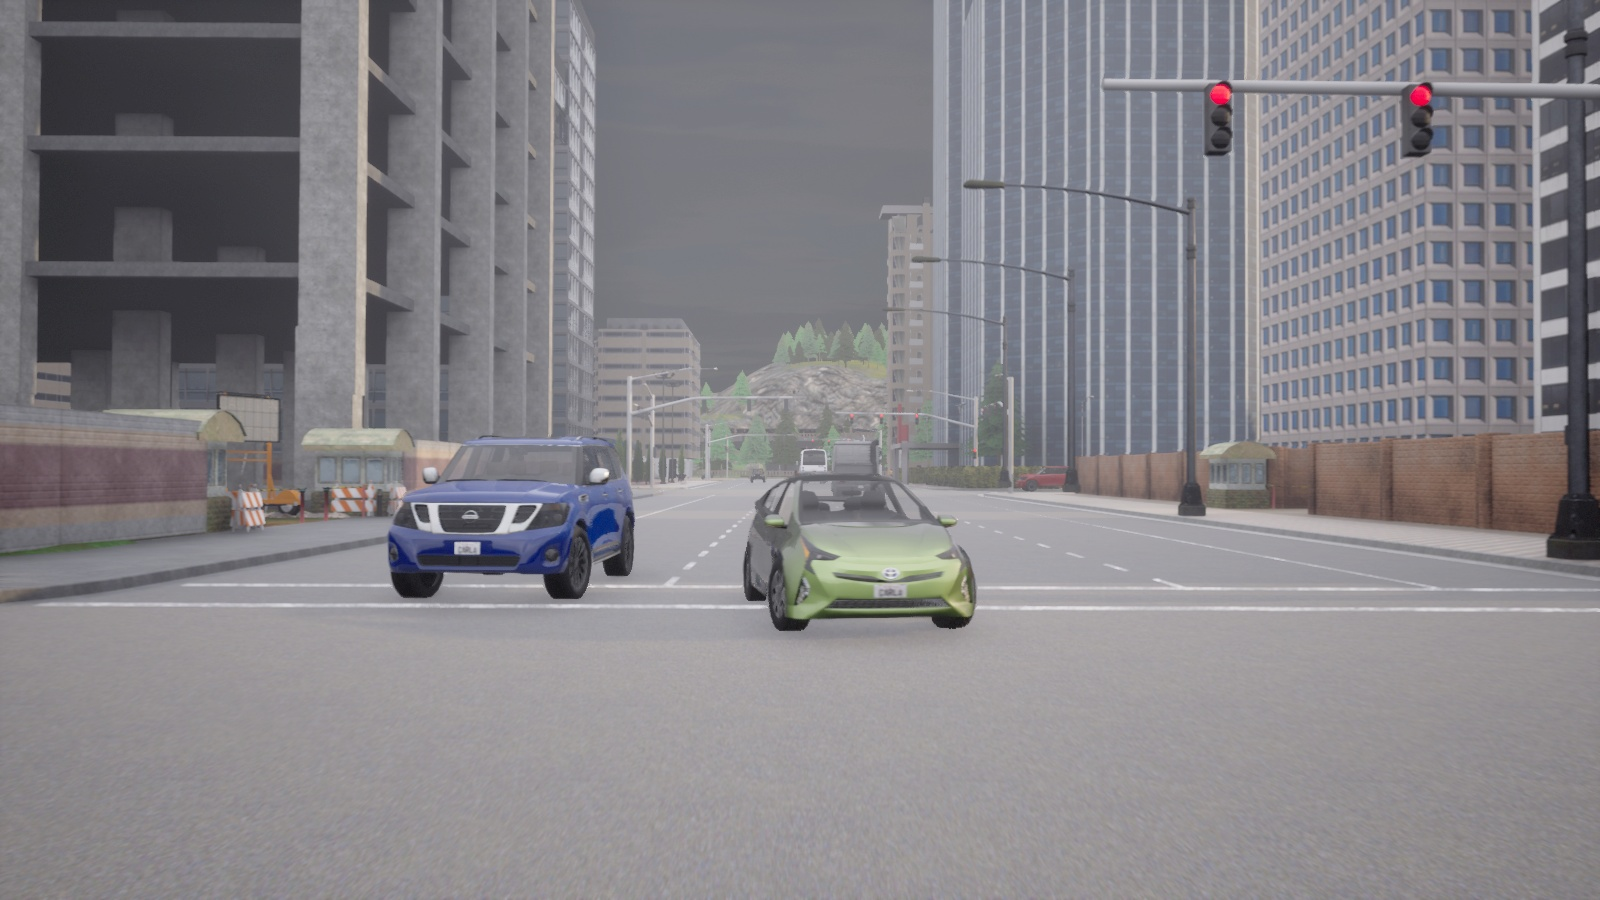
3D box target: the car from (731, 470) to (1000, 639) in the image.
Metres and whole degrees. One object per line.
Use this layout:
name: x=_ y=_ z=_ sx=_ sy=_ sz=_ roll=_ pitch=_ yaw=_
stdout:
car: x=0.497 y=0.990 z=13.799 sx=2.007 sy=1.525 sz=4.514 roll=0 pitch=-1 yaw=-10

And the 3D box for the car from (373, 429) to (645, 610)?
car: x=-3.644 y=0.833 z=16.989 sx=2.150 sy=2.045 sz=5.566 roll=0 pitch=-1 yaw=3

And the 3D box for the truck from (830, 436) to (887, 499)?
truck: x=3.323 y=1.041 z=72.962 sx=2.891 sy=3.462 sz=7.936 roll=0 pitch=-1 yaw=0
